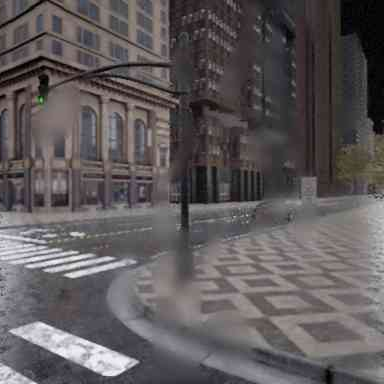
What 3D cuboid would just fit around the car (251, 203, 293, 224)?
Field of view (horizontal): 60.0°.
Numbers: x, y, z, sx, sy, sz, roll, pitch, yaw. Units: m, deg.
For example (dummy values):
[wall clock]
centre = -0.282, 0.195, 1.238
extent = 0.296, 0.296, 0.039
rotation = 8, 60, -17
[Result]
[car]
centre = 6.110, 1.565, 25.102
extent = 1.837, 1.490, 4.892
rotation = 0, 0, 35
